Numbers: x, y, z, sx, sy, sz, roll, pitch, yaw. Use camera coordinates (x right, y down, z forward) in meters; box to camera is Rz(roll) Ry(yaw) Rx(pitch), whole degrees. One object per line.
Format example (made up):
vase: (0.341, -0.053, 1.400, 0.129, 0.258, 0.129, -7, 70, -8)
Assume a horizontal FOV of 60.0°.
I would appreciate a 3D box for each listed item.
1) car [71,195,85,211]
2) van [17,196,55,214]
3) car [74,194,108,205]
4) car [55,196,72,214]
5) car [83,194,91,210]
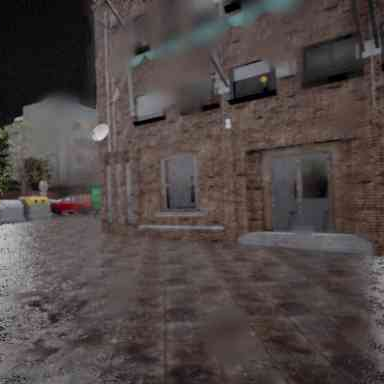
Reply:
car: (-18.623, 1.587, 48.739, 4.674, 1.452, 2.002, -3, 2, 24)
van: (-20.755, 1.637, 43.570, 4.442, 1.987, 1.878, -3, 2, 24)
car: (-16.406, 1.222, 53.856, 4.892, 1.521, 2.231, -3, 2, 24)
car: (-19.741, 1.711, 46.185, 4.892, 1.521, 2.231, -3, 2, 24)
car: (-17.556, 1.392, 51.179, 4.892, 1.521, 2.231, -3, 2, 24)
